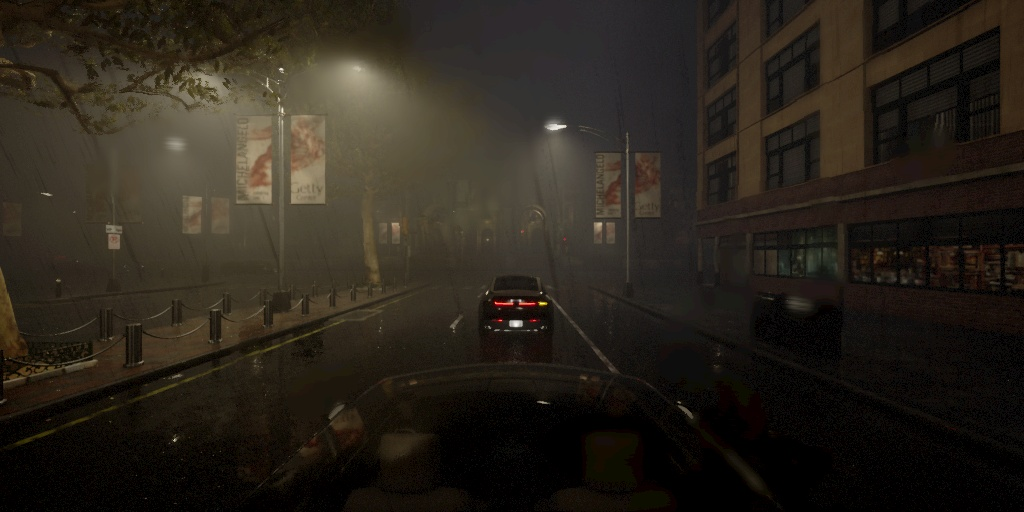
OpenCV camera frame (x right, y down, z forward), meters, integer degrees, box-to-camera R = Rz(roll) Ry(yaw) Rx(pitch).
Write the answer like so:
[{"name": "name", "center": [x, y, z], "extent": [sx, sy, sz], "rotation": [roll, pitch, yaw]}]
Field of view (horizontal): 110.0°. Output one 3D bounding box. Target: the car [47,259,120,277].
[{"name": "car", "center": [-41.970, 1.227, 34.936], "extent": [5.008, 1.535, 1.882], "rotation": [0, 0, 0]}]

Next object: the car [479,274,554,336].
[{"name": "car", "center": [0.124, 1.255, 10.385], "extent": [1.837, 1.490, 4.892], "rotation": [0, 0, 1]}]

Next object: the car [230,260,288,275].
[{"name": "car", "center": [-26.902, 1.257, 38.287], "extent": [4.892, 1.490, 1.837], "rotation": [-1, 0, 1]}]

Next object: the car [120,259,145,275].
[{"name": "car", "center": [-42.360, 1.101, 38.436], "extent": [4.553, 1.767, 2.097], "rotation": [0, 0, 0]}]

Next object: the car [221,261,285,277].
[{"name": "car", "center": [-25.337, 1.242, 34.767], "extent": [4.902, 1.511, 2.128], "rotation": [0, 0, 1]}]
